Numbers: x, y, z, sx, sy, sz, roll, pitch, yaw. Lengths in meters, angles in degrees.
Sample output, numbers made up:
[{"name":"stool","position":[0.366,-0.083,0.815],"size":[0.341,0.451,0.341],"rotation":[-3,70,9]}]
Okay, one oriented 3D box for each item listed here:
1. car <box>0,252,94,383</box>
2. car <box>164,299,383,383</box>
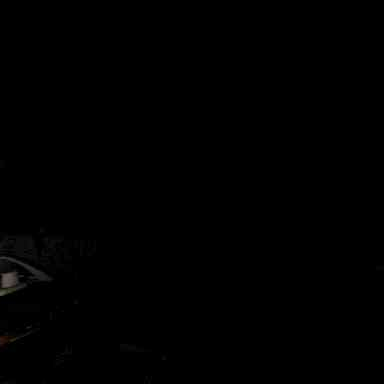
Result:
[{"name":"car","position":[-3.346,1.441,4.172],"size":[4.403,1.369,2.008],"rotation":[0,3,21]},{"name":"car","position":[1.857,1.441,2.139],"size":[4.313,1.339,1.947],"rotation":[0,3,21]}]
